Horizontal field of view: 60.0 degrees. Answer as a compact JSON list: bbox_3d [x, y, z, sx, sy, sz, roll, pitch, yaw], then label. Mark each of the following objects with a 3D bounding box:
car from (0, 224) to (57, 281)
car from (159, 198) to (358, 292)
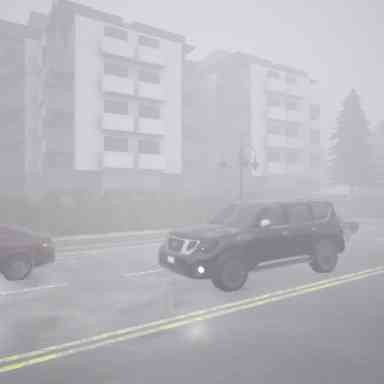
[{"bbox_3d":[-5.931,1.526,8.367,4.674,1.442,1.812,0,0,-33],"label":"car"},{"bbox_3d":[1.862,1.220,9.239,5.566,2.045,2.150,0,0,-32],"label":"car"}]
